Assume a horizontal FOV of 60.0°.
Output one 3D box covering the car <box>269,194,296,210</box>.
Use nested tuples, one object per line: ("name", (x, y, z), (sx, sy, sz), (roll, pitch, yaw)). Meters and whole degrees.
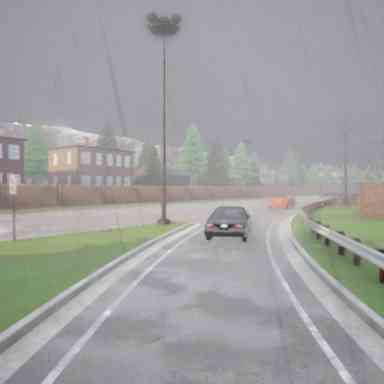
("car", (10.116, 0.954, 36.956), (2.097, 1.767, 4.553), (1, 1, 27))

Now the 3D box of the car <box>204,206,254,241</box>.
("car", (1.830, 1.374, 15.697), (2.033, 1.411, 5.357), (0, 1, 13))
